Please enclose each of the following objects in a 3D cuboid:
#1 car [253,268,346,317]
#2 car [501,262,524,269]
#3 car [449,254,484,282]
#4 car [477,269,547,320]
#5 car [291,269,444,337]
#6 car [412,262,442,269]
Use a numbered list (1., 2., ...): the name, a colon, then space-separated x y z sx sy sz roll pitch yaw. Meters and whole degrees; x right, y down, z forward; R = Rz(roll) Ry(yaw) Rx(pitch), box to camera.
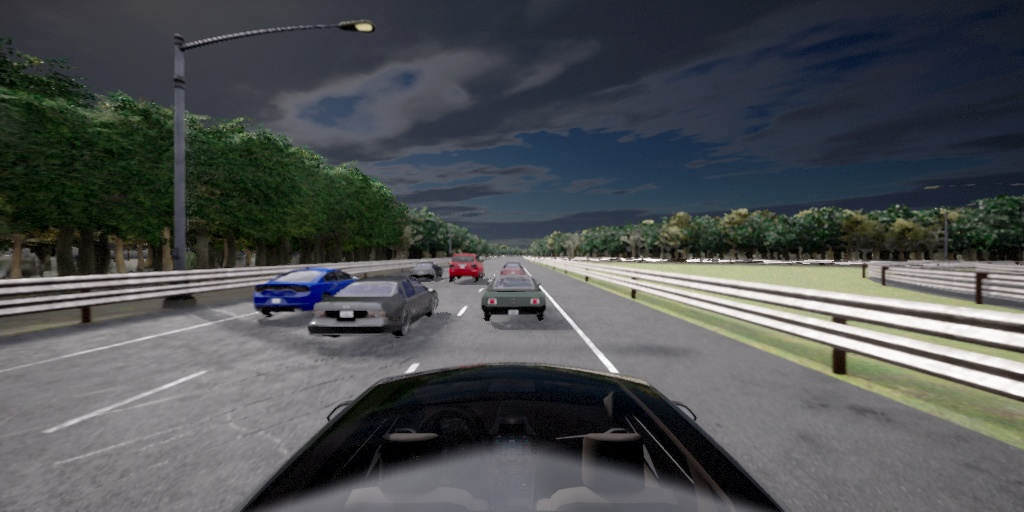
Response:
1. car: -6.928 1.156 12.976 1.882 1.535 5.008 0 0 -1
2. car: 0.077 1.187 29.381 1.994 1.385 4.181 0 0 0
3. car: -3.434 0.854 27.652 2.150 2.045 5.566 0 1 0
4. car: 0.063 1.299 12.339 1.895 1.301 4.718 0 0 0
5. car: -3.454 1.256 10.049 2.033 1.411 5.357 0 0 1
6. car: -6.924 1.166 29.406 1.994 1.385 4.181 0 1 0
